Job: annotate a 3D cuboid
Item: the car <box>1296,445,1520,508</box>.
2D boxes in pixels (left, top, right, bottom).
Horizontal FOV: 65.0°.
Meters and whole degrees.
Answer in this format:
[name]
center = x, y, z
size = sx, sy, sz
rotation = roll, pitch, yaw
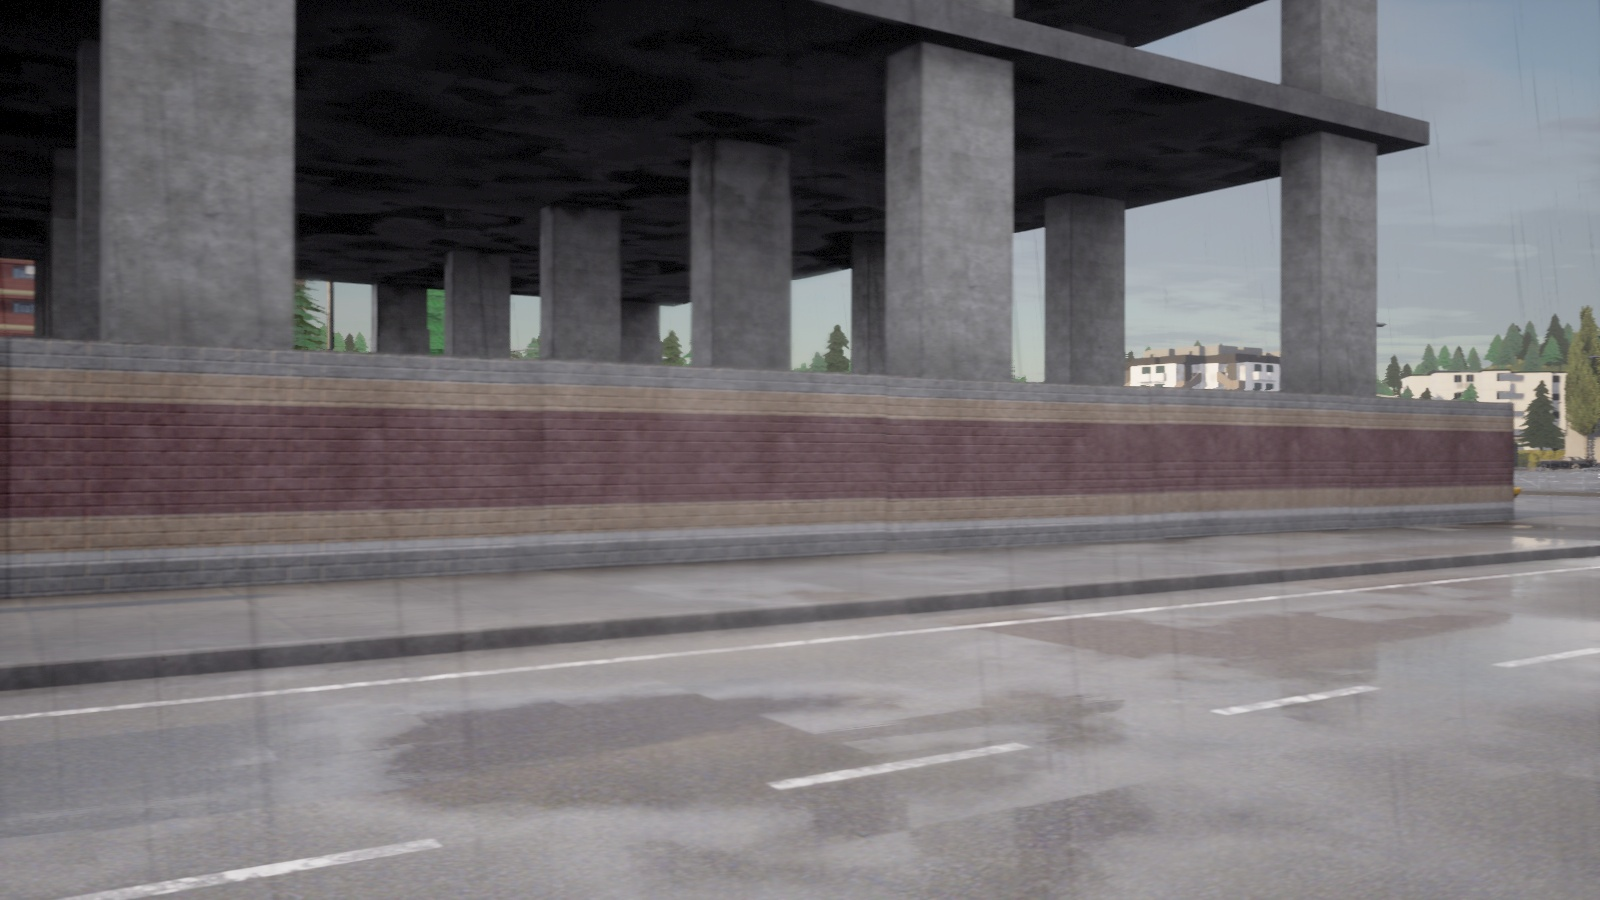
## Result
[car]
center = 16.471, 0.669, 34.346
size = 1.801, 1.575, 5.366
rotation = 0, 0, -33
